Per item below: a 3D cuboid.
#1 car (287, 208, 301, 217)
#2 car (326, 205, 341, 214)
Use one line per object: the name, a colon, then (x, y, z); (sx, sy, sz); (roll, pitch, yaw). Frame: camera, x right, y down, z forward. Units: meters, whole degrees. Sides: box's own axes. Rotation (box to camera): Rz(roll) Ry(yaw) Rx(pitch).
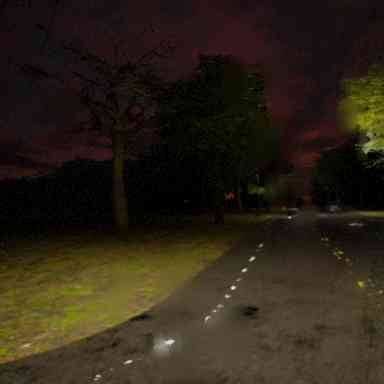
car: (16.678, 3.230, 54.122); (1.994, 1.385, 4.181); (-4, -3, 21)
car: (24.548, 3.020, 57.787); (2.033, 1.411, 5.357); (-3, -3, 16)
